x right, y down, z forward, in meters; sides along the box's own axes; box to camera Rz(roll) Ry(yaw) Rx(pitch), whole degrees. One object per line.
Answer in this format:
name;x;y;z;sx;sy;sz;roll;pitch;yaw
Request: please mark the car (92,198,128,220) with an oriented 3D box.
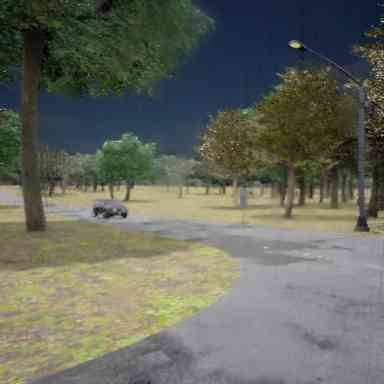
car;-8.613;1.702;34.652;2.150;2.045;5.566;1;-1;-35
